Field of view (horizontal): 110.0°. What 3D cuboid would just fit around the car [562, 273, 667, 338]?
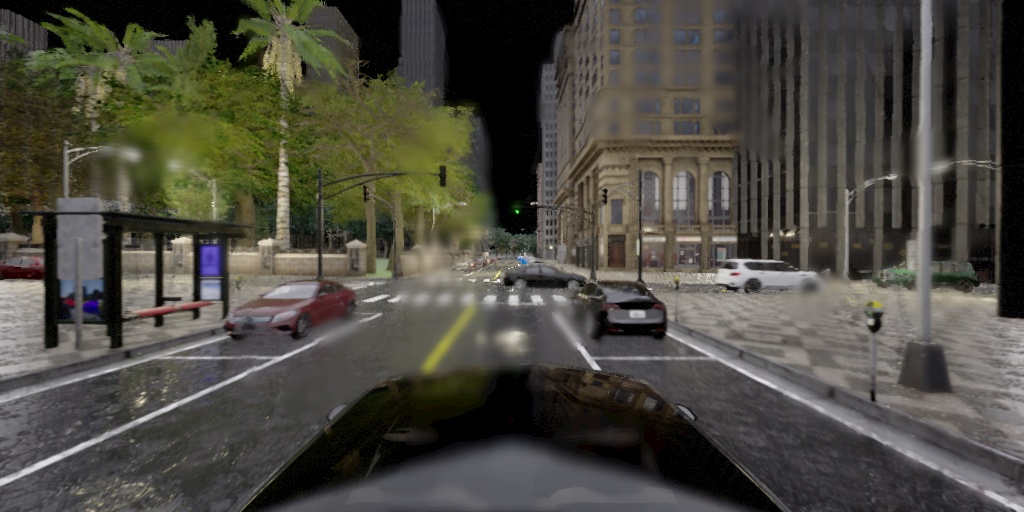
[{"bbox_3d":[2.759,1.314,9.960,1.948,1.339,4.313,0,0,0],"label":"car"}]

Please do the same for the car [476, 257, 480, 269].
[{"bbox_3d":[-5.781,1.169,47.254,1.967,1.591,4.097,0,0,0],"label":"car"}]

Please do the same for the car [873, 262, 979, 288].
[{"bbox_3d":[28.277,1.415,24.566,5.566,2.045,2.150,1,0,0],"label":"car"}]

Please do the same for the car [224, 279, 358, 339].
[{"bbox_3d":[-5.767,1.330,9.975,1.802,1.307,4.207,0,0,0],"label":"car"}]

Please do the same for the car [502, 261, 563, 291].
[{"bbox_3d":[1.921,1.280,21.484,5.008,1.535,1.882,1,0,0],"label":"car"}]

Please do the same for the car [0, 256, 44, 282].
[{"bbox_3d":[-28.134,0.792,21.502,5.008,1.535,1.882,1,0,0],"label":"car"}]

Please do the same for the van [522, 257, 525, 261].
[{"bbox_3d":[2.742,1.066,52.659,1.690,1.789,3.998,0,0,0],"label":"van"}]

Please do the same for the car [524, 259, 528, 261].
[{"bbox_3d":[2.746,1.299,41.818,1.948,1.339,4.313,0,0,0],"label":"car"}]

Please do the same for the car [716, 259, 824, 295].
[{"bbox_3d":[15.290,1.246,21.477,5.566,2.045,2.150,1,0,0],"label":"car"}]

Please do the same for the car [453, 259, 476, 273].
[{"bbox_3d":[-5.779,1.283,41.834,2.007,1.370,4.403,0,0,0],"label":"car"}]

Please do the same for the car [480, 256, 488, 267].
[{"bbox_3d":[-5.788,1.153,63.516,1.967,1.591,4.097,0,0,0],"label":"car"}]

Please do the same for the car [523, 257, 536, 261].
[{"bbox_3d":[2.744,1.255,47.408,1.751,1.417,4.829,0,0,0],"label":"car"}]

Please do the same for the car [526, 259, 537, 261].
[{"bbox_3d":[2.748,1.302,36.397,1.948,1.339,4.313,0,0,0],"label":"car"}]
